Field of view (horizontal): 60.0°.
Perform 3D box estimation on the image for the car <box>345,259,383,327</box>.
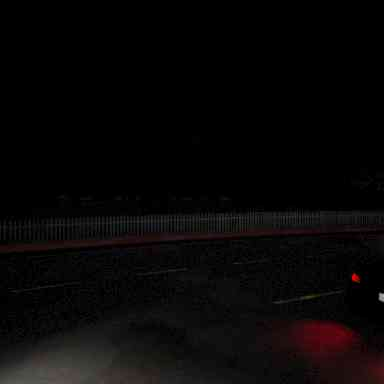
[{"bbox_3d":[4.758,1.564,5.749,4.181,1.385,1.994,0,0,-24],"label":"car"}]
